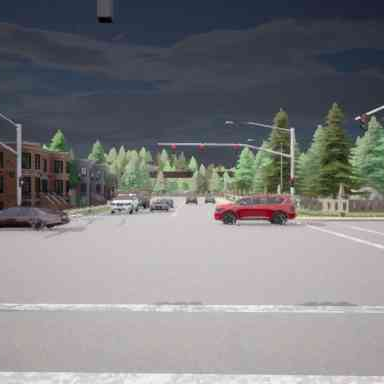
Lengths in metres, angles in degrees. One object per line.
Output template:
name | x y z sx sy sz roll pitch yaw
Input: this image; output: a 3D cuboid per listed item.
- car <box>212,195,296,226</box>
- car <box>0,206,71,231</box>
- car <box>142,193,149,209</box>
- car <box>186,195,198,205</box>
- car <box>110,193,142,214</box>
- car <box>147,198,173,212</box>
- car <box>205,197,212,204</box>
car | 4.314 1.221 22.982 5.566 2.045 2.150 0 0 4
car | -10.107 1.548 19.810 5.357 1.411 2.033 0 0 0
car | -7.110 1.221 45.754 2.150 2.045 5.566 0 0 0
car | -0.054 1.352 60.247 2.097 1.767 4.553 0 0 0
car | -7.103 1.221 35.636 2.150 2.045 5.566 0 0 0
car | -3.595 1.564 38.332 1.994 1.385 4.181 0 0 0
car | 3.542 1.564 65.227 1.994 1.385 4.181 0 0 0
